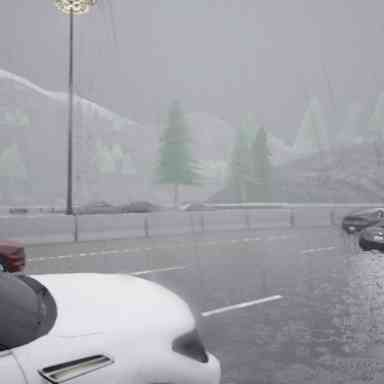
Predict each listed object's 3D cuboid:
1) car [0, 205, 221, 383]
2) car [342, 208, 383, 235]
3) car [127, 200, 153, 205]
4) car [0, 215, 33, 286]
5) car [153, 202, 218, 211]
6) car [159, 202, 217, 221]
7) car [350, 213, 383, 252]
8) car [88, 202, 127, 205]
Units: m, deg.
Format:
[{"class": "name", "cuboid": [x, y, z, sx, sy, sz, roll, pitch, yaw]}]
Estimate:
[{"class": "car", "cuboid": [-2.402, 1.200, 1.991, 5.566, 2.045, 2.150, 1, 0, -36]}, {"class": "car", "cuboid": [10.265, 1.630, 18.065, 4.892, 1.490, 1.837, 1, 0, -29]}, {"class": "car", "cuboid": [-5.632, 1.557, 33.458, 5.357, 1.411, 2.033, 1, 0, -30]}, {"class": "car", "cuboid": [-6.554, 1.430, 7.584, 5.008, 1.535, 1.882, 1, 0, -36]}, {"class": "car", "cuboid": [-0.148, 1.568, 24.482, 4.674, 1.442, 1.812, 1, 0, -30]}, {"class": "car", "cuboid": [-0.335, 1.574, 28.406, 4.674, 1.442, 1.812, 1, 0, -29]}, {"class": "car", "cuboid": [8.530, 1.664, 13.109, 4.181, 1.385, 1.994, 1, 0, -30]}, {"class": "car", "cuboid": [-7.999, 1.541, 27.885, 4.181, 1.385, 1.994, 1, 0, -32]}]
